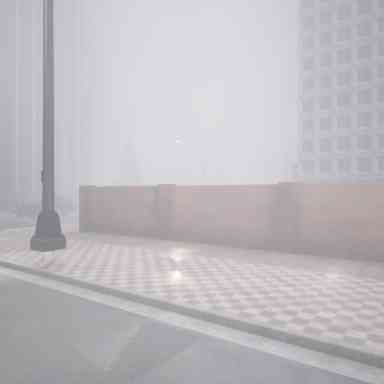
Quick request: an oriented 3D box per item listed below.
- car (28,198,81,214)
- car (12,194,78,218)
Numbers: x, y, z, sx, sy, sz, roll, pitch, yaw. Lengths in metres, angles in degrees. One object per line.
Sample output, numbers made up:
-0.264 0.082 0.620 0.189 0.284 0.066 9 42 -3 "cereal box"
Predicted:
-14.696 1.477 35.842 1.882 1.535 5.008 0 0 35 "car"
-13.736 1.221 31.121 2.150 2.045 5.566 0 0 35 "car"
